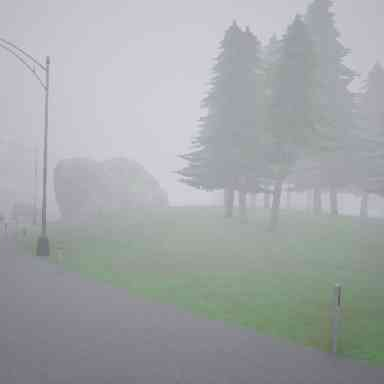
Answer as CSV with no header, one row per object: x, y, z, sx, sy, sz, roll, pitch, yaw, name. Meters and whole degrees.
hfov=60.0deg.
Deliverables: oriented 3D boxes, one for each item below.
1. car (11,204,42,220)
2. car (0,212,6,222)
-21.251,2.590,43.321,2.150,2.045,5.566,2,-4,1,car
-20.450,2.404,33.528,1.994,1.385,4.181,2,-3,-9,car
